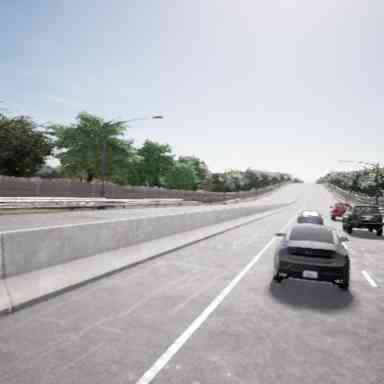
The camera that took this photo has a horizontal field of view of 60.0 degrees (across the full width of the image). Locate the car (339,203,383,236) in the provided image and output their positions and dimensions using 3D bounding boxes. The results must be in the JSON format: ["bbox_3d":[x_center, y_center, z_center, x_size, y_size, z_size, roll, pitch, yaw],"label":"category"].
[{"bbox_3d":[12.332,1.924,24.231,2.150,2.045,5.566,2,-1,19],"label":"car"}]

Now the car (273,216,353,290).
[{"bbox_3d":[3.575,1.725,10.040,1.837,1.490,4.892,2,0,20],"label":"car"}]

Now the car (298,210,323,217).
[{"bbox_3d":[9.583,2.176,26.985,1.994,1.385,4.181,2,-1,20],"label":"car"}]

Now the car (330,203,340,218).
[{"bbox_3d":[17.604,2.301,39.103,2.150,2.045,5.566,2,-1,19],"label":"car"}]
